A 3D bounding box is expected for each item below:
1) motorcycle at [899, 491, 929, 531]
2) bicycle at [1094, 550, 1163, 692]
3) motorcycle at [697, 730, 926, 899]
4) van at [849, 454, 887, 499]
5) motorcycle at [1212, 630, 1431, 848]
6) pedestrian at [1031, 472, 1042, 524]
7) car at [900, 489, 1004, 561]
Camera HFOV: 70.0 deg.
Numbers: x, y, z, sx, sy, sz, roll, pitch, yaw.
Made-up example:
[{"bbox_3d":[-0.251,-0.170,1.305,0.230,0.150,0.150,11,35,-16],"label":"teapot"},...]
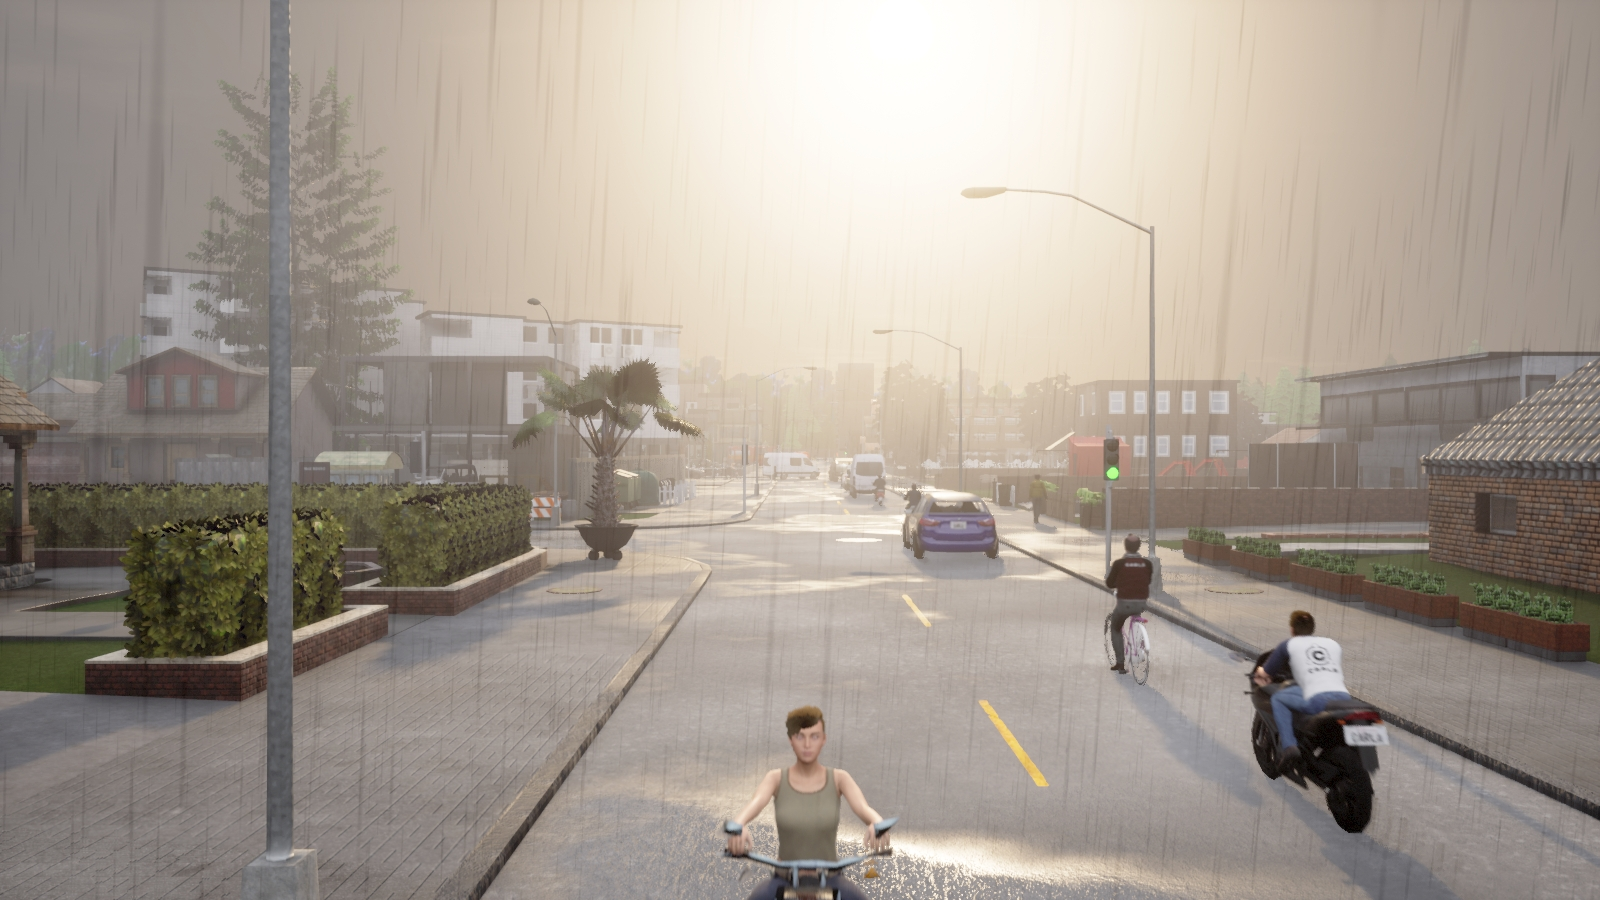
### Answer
[{"bbox_3d":[4.029,2.142,40.522,0.856,1.316,1.805,0,0,0],"label":"motorcycle"},{"bbox_3d":[4.043,2.060,14.146,0.329,1.471,1.835,0,0,0],"label":"bicycle"},{"bbox_3d":[0.042,2.155,4.942,0.764,1.307,2.356,0,0,0],"label":"motorcycle"},{"bbox_3d":[4.032,1.534,68.675,1.988,2.561,5.915,0,0,0],"label":"van"},{"bbox_3d":[4.020,2.186,9.022,0.803,1.199,2.033,0,0,0],"label":"motorcycle"},{"bbox_3d":[8.616,1.744,41.561,0.375,1.860,0.375,0,0,14],"label":"pedestrian"},{"bbox_3d":[4.032,1.967,31.124,2.242,1.667,4.611,0,0,0],"label":"car"}]
